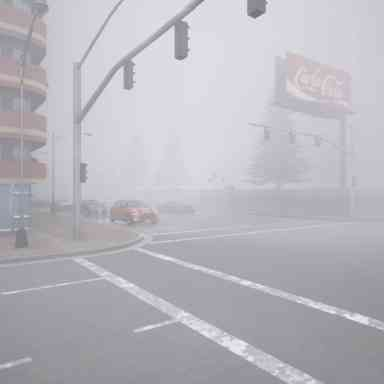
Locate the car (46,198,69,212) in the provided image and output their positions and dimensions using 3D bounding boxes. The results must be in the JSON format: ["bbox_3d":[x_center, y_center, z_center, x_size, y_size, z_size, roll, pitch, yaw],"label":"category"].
[{"bbox_3d":[-15.393,1.478,39.386,1.882,1.535,5.008,0,0,-36],"label":"car"}]

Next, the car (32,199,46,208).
[{"bbox_3d":[-21.827,1.600,48.355,1.895,1.301,4.718,0,0,-35],"label":"car"}]

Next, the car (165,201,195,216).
[{"bbox_3d":[-1.840,1.547,32.921,2.033,1.411,5.357,0,0,-36],"label":"car"}]

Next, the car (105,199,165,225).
[{"bbox_3d":[-4.234,1.352,23.949,2.097,1.767,4.553,0,0,-36],"label":"car"}]

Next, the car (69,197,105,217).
[{"bbox_3d":[-9.567,1.491,31.318,2.128,1.511,4.902,0,0,-36],"label":"car"}]
